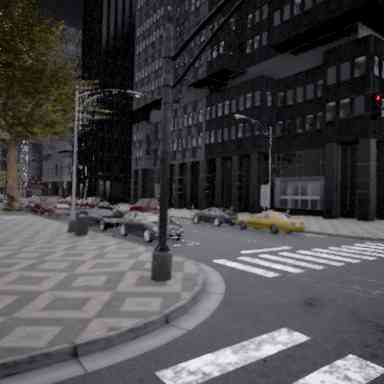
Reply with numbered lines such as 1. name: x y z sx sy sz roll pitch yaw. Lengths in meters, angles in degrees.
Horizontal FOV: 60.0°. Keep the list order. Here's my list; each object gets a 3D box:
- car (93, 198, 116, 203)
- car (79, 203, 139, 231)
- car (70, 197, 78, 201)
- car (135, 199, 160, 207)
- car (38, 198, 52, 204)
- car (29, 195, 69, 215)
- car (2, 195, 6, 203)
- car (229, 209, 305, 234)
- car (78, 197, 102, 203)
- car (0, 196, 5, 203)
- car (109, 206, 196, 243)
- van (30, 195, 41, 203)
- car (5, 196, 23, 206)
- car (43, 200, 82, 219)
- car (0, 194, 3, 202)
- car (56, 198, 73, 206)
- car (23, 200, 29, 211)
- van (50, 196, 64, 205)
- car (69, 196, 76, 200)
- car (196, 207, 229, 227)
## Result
1. car: -10.974 1.895 43.527 1.947 1.339 4.313 2 -1 -35
2. car: -5.232 1.594 20.587 1.947 1.339 4.313 2 -1 -35
3. car: -17.324 1.893 52.539 1.887 1.381 4.507 2 -1 -35
4. car: -4.617 1.627 34.519 2.192 1.841 5.009 2 -1 -35
5. car: -33.202 1.962 75.070 1.947 1.339 4.313 2 -1 -35
6. car: -14.754 1.368 34.111 2.192 1.841 5.009 2 -1 -35
7. car: -30.539 1.624 56.501 1.752 1.417 4.829 2 -1 -35
8. car: 4.807 1.814 21.136 1.752 1.417 4.829 2 -1 -35
9. car: -14.143 1.654 48.037 2.192 1.841 5.009 2 -1 -35
10. car: -43.341 1.689 74.666 2.008 1.369 4.403 2 -1 -35
11. car: -2.056 1.571 16.081 2.008 1.369 4.403 2 -1 -35
12. van: -39.548 1.757 84.086 1.690 1.788 3.998 2 -1 -35
13. car: -27.460 1.530 52.135 1.967 1.590 4.097 2 -1 -35
14. car: -11.584 1.626 29.600 1.802 1.307 4.206 2 -1 -35
15. car: -40.160 1.443 70.164 2.192 1.841 5.009 2 -1 -35
16. car: -23.675 1.912 61.552 1.887 1.381 4.507 2 -1 -35
17. car: -17.932 1.502 38.615 1.967 1.590 4.097 2 -1 -35
18. van: -26.846 1.718 66.062 1.690 1.788 3.998 2 -1 -35
19. car: -20.494 1.673 57.050 2.192 1.841 5.009 2 -1 -35
20. car: 1.728 1.847 25.503 2.008 1.369 4.403 2 -1 -35
